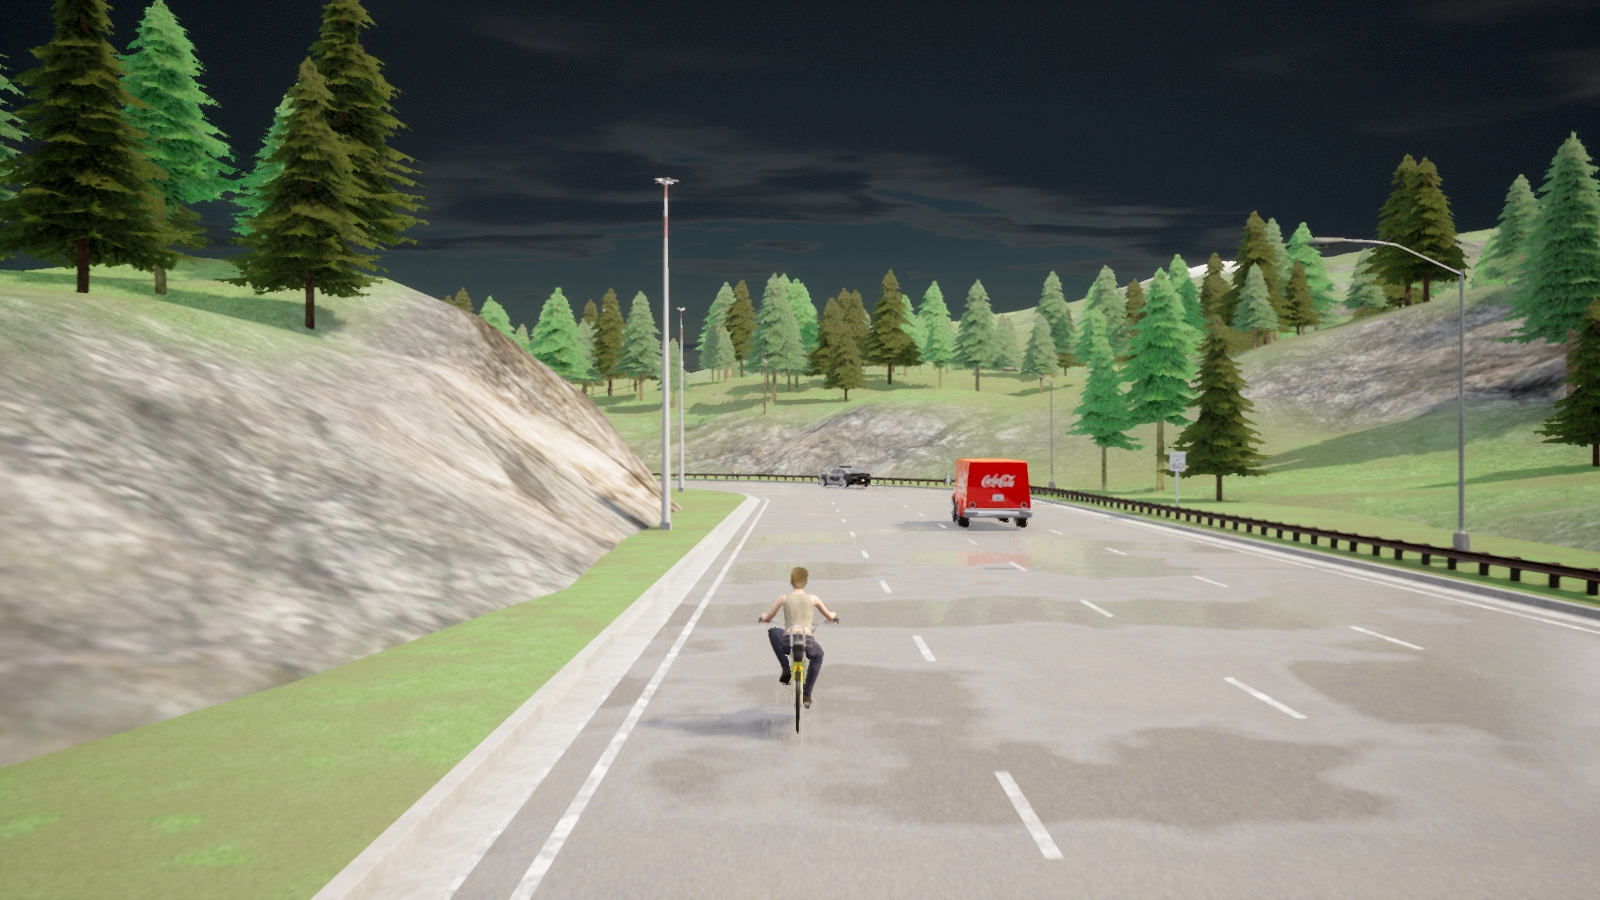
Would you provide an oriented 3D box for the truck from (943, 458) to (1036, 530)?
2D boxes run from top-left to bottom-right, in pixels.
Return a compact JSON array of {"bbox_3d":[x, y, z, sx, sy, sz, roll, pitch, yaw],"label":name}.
[{"bbox_3d":[7.003,1.570,42.867,2.627,2.467,5.204,0,0,0],"label":"truck"}]

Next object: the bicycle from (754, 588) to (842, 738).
[{"bbox_3d":[-0.015,2.158,11.822,0.859,1.276,1.487,0,0,0],"label":"bicycle"}]
